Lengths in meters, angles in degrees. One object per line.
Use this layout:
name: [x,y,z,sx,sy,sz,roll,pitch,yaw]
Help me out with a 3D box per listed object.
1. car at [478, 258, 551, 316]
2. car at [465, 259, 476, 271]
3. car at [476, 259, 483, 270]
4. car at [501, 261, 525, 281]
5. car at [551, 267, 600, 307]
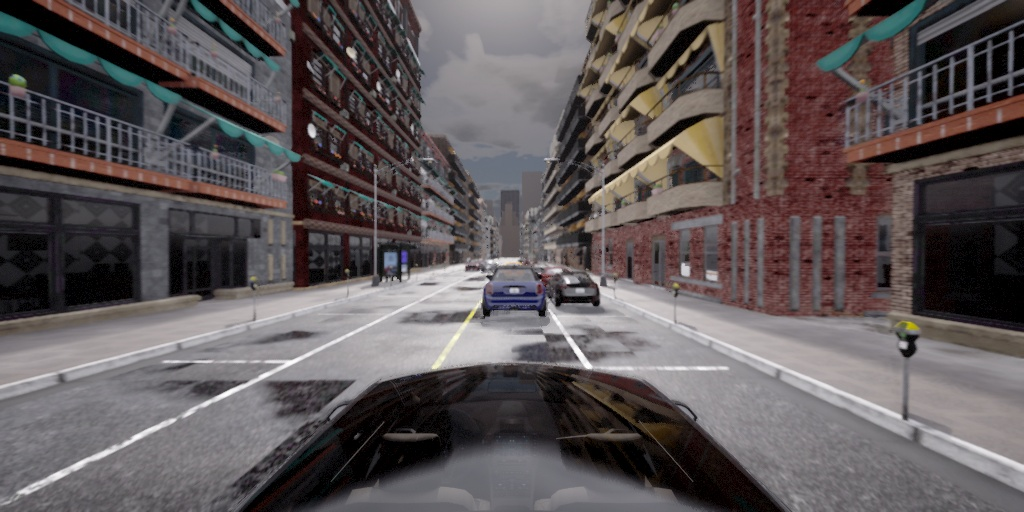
car: [0.084,1.102,13.408,2.097,1.767,4.553,0,0,0]
car: [-5.315,1.192,49.555,1.967,1.591,4.097,0,0,0]
car: [-2.836,1.244,44.688,2.128,1.511,4.902,0,0,0]
car: [0.091,1.227,30.634,1.882,1.535,5.008,0,0,0]
car: [2.532,1.314,15.335,1.948,1.339,4.313,0,0,0]
